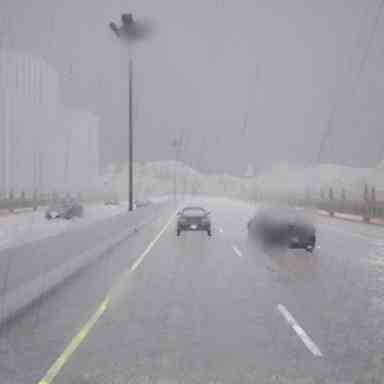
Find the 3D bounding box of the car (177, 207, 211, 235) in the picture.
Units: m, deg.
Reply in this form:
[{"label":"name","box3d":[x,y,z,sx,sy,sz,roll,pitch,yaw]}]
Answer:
[{"label":"car","box3d":[0.099,1.580,19.074,1.812,1.442,4.674,0,0,0]}]

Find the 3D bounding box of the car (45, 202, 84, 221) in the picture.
[{"label":"car","box3d":[-10.598,1.576,27.953,2.128,1.511,4.902,0,0,0]}]

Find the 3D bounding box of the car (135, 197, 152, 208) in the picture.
[{"label":"car","box3d":[-7.072,1.670,49.809,1.812,1.442,4.674,0,0,0]}]

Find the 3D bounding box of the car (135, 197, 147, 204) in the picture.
[{"label":"car","box3d":[-10.509,1.721,68.461,1.812,1.442,4.674,0,0,0]}]

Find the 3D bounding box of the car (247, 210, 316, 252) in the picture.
[{"label":"car","box3d":[3.598,1.517,14.147,1.882,1.535,5.008,0,0,0]}]

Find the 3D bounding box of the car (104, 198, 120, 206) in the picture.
[{"label":"car","box3d":[-14.043,1.737,58.687,1.994,1.385,4.181,0,0,1]}]
